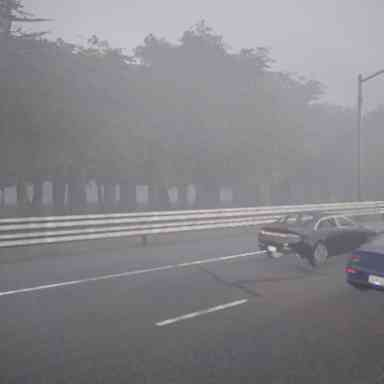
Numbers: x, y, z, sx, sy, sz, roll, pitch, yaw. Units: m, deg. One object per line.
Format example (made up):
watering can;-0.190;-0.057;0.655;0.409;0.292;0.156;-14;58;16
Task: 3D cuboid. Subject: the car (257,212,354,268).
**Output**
car;4.314;1.432;11.120;4.902;1.511;2.128;0;0;-35

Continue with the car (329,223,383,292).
car;5.331;1.474;7.562;4.674;1.442;1.812;0;0;-36
